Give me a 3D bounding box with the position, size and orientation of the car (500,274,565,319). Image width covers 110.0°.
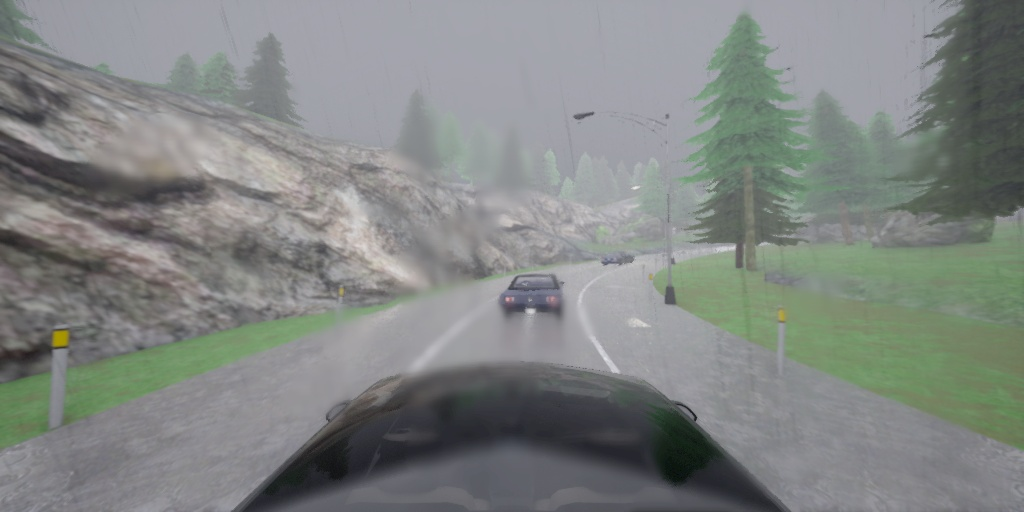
[{"bbox_3d":[0.894,1.255,12.478,1.895,1.301,4.718,0,1,8],"label":"car"}]

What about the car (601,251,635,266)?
[{"bbox_3d":[10.803,0.215,36.421,2.033,1.411,5.357,-2,2,37],"label":"car"}]
